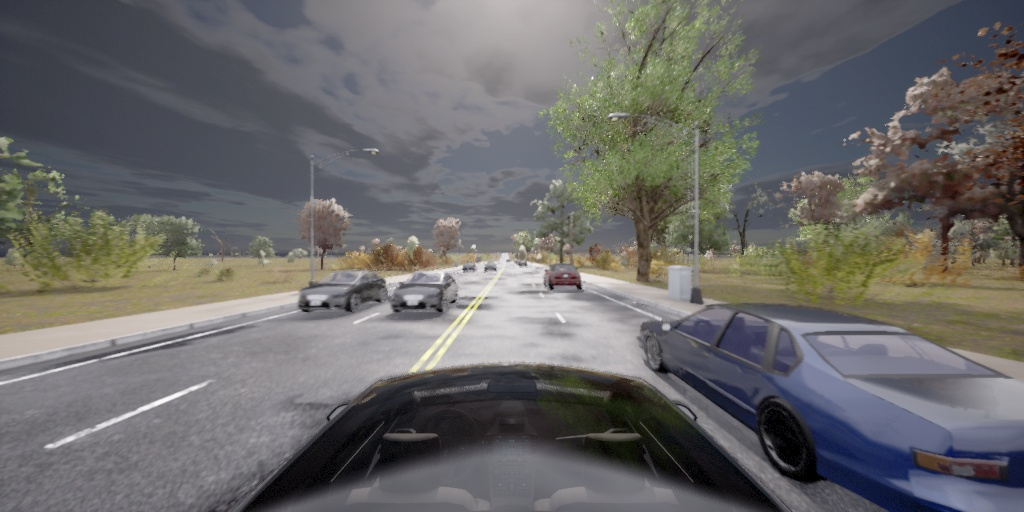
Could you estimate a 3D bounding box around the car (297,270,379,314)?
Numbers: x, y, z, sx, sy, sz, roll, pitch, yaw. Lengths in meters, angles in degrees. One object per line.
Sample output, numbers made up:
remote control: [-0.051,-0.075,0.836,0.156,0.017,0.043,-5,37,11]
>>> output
car: [-6.594,1.341,14.522,2.128,1.511,4.902,0,0,0]

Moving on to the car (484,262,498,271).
car: [-3.387,1.677,56.984,1.812,1.442,4.674,0,0,0]

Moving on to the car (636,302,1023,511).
car: [3.350,1.320,4.612,2.033,1.411,5.357,0,0,0]

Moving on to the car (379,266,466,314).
car: [-3.344,1.341,14.538,2.128,1.511,4.902,0,0,0]

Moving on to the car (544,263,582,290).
car: [3.358,1.276,24.535,2.097,1.767,4.553,0,0,0]

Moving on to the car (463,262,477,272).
car: [-6.629,1.699,56.890,2.033,1.411,5.357,0,0,0]
